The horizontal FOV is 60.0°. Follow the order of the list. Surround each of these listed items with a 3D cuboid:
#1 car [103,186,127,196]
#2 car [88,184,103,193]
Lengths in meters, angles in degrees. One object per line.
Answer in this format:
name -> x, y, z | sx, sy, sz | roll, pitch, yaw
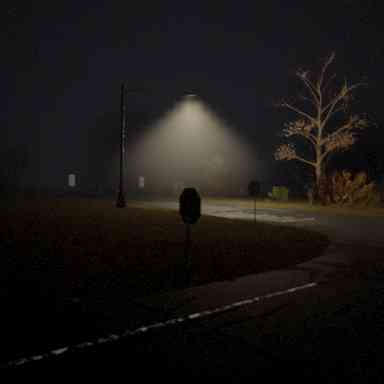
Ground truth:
car -> -11.905, -0.163, 52.553 | 1.994, 1.385, 4.181 | 0, 2, -35
car -> -17.226, -0.670, 60.028 | 2.097, 1.767, 4.553 | 0, 2, -35
